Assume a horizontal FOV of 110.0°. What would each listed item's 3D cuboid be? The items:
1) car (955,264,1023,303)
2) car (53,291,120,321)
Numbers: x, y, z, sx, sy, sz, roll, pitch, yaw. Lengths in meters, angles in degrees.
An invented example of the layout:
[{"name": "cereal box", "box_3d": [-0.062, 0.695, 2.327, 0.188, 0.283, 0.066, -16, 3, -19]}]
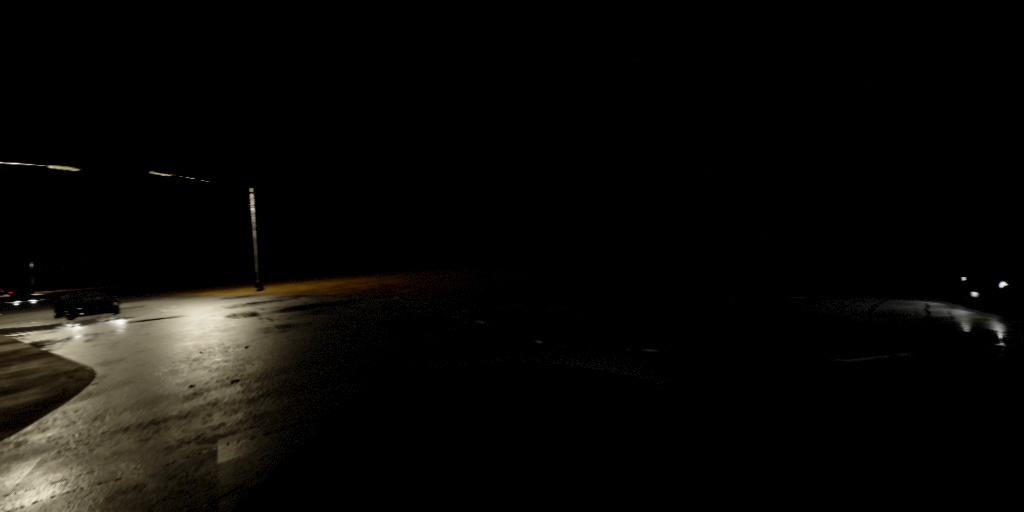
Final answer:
[{"name": "car", "box_3d": [12.791, 0.310, 6.831, 5.357, 1.411, 2.033, -4, 0, 30]}, {"name": "car", "box_3d": [-24.635, 2.780, 20.734, 5.008, 1.535, 1.882, -4, 0, 30]}]
